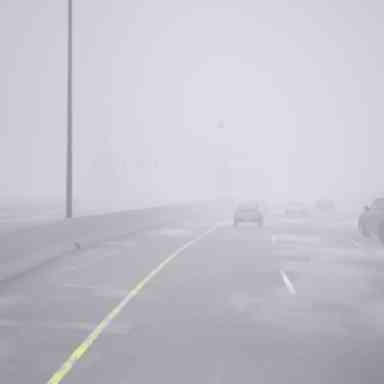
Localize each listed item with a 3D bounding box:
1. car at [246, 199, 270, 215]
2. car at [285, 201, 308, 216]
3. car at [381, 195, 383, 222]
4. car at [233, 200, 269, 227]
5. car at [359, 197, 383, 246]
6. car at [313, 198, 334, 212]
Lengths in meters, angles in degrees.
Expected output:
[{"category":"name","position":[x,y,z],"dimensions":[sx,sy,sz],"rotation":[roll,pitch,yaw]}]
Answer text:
[{"category":"car","position":[6.808,1.470,33.896],"dimensions":[2.033,1.411,5.357],"rotation":[0,0,15]},{"category":"car","position":[9.935,1.548,31.943],"dimensions":[1.895,1.301,4.718],"rotation":[0,0,14]},{"category":"car","position":[14.684,1.228,22.277],"dimensions":[2.150,2.045,5.566],"rotation":[0,0,14]},{"category":"car","position":[3.891,1.437,22.326],"dimensions":[2.128,1.511,4.902],"rotation":[0,0,14]},{"category":"car","position":[9.234,1.222,14.906],"dimensions":[2.150,2.045,5.566],"rotation":[0,0,13]},{"category":"car","position":[15.380,1.431,39.058],"dimensions":[1.882,1.535,5.008],"rotation":[0,0,14]}]
